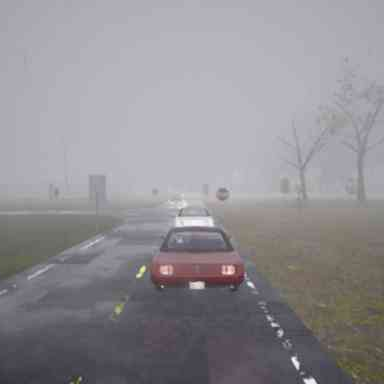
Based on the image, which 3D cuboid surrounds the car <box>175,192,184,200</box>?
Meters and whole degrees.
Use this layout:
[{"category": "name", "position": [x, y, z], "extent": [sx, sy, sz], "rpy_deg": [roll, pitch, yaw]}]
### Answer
[{"category": "car", "position": [-2.740, 0.846, 74.191], "extent": [1.882, 1.535, 5.008], "rpy_deg": [0, 1, 0]}]

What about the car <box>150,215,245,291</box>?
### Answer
[{"category": "car", "position": [0.102, 1.528, 8.719], "extent": [1.895, 1.301, 4.718], "rpy_deg": [0, 0, 0]}]

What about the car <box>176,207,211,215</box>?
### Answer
[{"category": "car", "position": [0.072, 1.451, 18.018], "extent": [1.895, 1.301, 4.718], "rpy_deg": [0, 0, -1]}]

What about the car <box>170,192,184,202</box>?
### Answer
[{"category": "car", "position": [-2.793, 1.007, 59.049], "extent": [1.837, 1.490, 4.892], "rpy_deg": [0, 0, 0]}]
